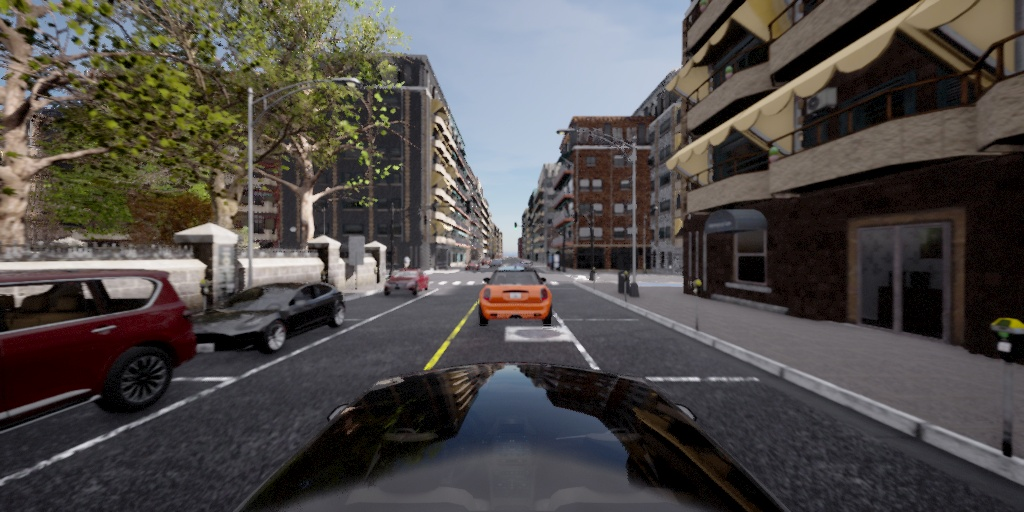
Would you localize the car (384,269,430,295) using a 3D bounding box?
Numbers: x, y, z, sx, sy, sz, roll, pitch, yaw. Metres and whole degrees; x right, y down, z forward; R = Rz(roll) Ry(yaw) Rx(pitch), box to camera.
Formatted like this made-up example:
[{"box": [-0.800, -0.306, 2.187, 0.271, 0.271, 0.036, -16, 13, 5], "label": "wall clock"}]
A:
[{"box": [-5.693, 1.377, 19.897, 1.802, 1.307, 4.207, 0, 0, 0], "label": "car"}]

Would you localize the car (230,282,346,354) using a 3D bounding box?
[{"box": [-5.690, 1.333, 8.827, 1.948, 1.339, 4.313, 0, 0, 0], "label": "car"}]

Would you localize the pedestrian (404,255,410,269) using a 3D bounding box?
[{"box": [-12.724, 0.757, 43.302, 0.375, 1.860, 0.375, 0, -1, -1], "label": "pedestrian"}]

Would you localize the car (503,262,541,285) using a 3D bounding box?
[{"box": [0.893, 1.307, 28.389, 2.128, 1.511, 4.902, 0, 0, 12], "label": "car"}]

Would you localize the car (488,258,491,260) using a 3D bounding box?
[{"box": [-3.048, 1.472, 64.681, 1.994, 1.385, 4.181, 0, 0, 1], "label": "car"}]

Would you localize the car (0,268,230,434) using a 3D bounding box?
[{"box": [-5.689, 1.069, 3.292, 2.192, 1.841, 5.009, 0, 0, 0], "label": "car"}]

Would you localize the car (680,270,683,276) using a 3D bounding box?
[{"box": [21.369, 1.669, 40.751, 4.097, 1.591, 1.967, 0, 0, -1], "label": "car"}]

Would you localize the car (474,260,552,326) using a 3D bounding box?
[{"box": [0.099, 1.126, 11.987, 2.097, 1.767, 4.553, 0, 0, 0], "label": "car"}]

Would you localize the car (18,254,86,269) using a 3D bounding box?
[{"box": [-47.748, 0.536, 37.281, 4.674, 1.442, 1.812, 1, 0, -1], "label": "car"}]

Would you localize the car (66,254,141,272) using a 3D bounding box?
[{"box": [-38.931, 0.654, 34.256, 5.008, 1.535, 1.882, 1, 0, -1], "label": "car"}]

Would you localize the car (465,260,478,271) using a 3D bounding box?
[{"box": [-5.703, 1.316, 52.308, 1.967, 1.591, 4.097, 0, 0, 0], "label": "car"}]
